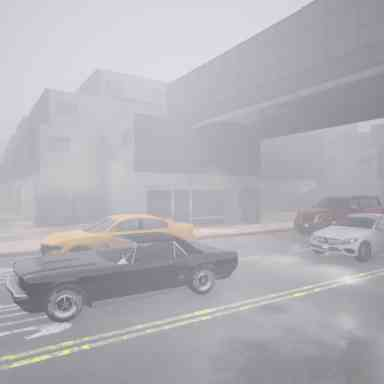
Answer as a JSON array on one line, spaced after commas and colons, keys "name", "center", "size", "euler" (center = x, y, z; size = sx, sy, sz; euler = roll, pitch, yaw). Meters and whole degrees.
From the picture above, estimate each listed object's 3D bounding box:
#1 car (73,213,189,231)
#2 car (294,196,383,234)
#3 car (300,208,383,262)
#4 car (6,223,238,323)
[{"name": "car", "center": [-2.234, 1.478, 10.866], "size": [5.008, 1.535, 1.882], "euler": [0, 0, -33]}, {"name": "car", "center": [7.763, 1.221, 17.246], "size": [5.566, 2.045, 2.150], "euler": [0, 0, -32]}, {"name": "car", "center": [6.355, 1.526, 12.194], "size": [4.674, 1.442, 1.812], "euler": [0, 0, -32]}, {"name": "car", "center": [-1.360, 1.601, 7.271], "size": [4.718, 1.301, 1.895], "euler": [0, 0, -33]}]
